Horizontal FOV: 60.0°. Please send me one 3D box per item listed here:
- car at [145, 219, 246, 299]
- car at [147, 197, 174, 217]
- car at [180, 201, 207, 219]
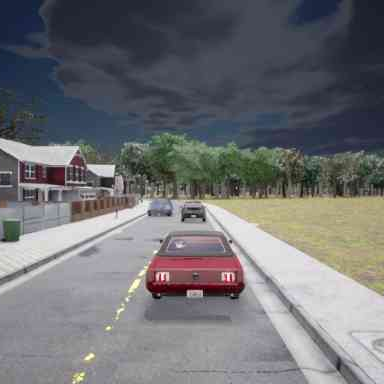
[{"bbox_3d":[0.099,1.600,8.386,1.895,1.301,4.718,0,0,1],"label":"car"},{"bbox_3d":[-2.843,1.346,30.669,2.097,1.767,4.553,0,0,0],"label":"car"},{"bbox_3d":[0.112,1.500,26.434,1.837,1.490,4.892,0,0,0],"label":"car"}]
